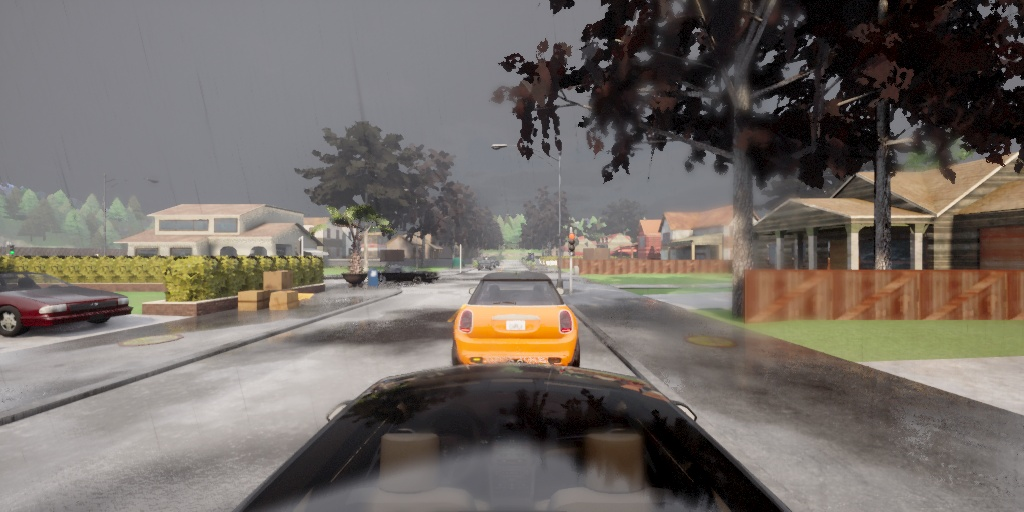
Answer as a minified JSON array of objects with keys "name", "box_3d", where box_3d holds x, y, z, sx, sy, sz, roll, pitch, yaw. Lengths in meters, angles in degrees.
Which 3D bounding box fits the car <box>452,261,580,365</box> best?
[{"name":"car","box_3d":[0.097,1.102,7.727,2.097,1.767,4.553,0,0,1]}]

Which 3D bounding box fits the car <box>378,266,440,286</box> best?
[{"name":"car","box_3d":[-7.524,1.351,25.408,4.718,1.301,1.895,0,0,18]}]

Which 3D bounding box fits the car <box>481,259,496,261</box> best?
[{"name":"car","box_3d":[-3.686,1.255,49.935,1.837,1.490,4.892,0,0,1]}]

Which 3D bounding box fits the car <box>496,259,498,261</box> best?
[{"name":"car","box_3d":[-3.593,1.241,59.275,2.128,1.511,4.902,0,0,1]}]

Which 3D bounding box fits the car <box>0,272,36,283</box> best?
[{"name":"car","box_3d":[-44.651,1.314,30.905,4.181,1.385,1.994,0,0,1]}]
